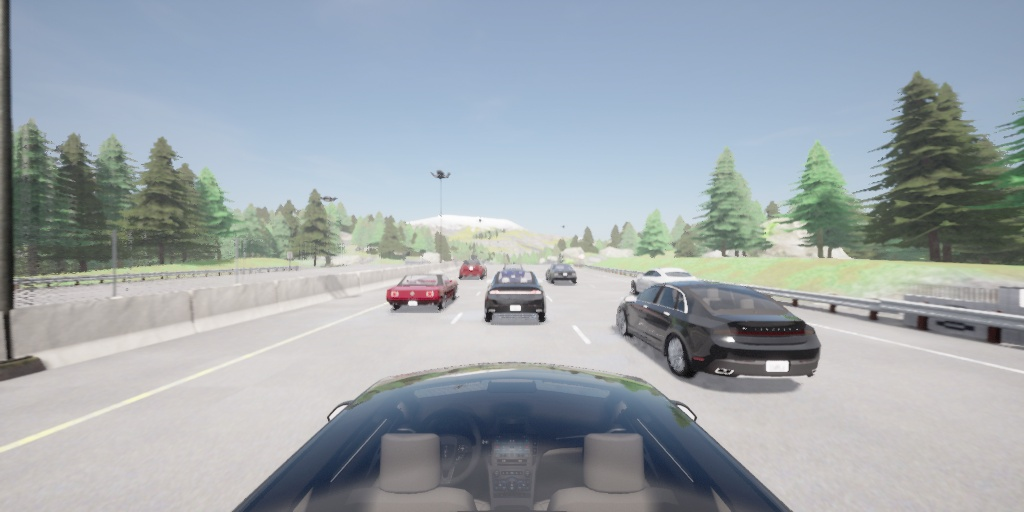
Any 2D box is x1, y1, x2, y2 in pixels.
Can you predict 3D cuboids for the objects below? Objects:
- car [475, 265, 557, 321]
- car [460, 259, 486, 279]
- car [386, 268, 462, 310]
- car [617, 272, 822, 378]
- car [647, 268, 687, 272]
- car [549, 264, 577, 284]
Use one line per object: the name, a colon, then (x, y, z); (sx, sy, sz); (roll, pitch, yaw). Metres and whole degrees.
car: (0.099, 1.227, 12.337); (2.128, 1.511, 4.902); (0, 0, 0)
car: (-3.401, 1.063, 31.986); (2.097, 1.767, 4.553); (0, 0, 0)
car: (-3.400, 1.333, 14.524); (1.895, 1.301, 4.718); (0, 0, 0)
car: (3.600, 1.247, 7.287); (1.837, 1.490, 4.892); (0, 0, 0)
car: (7.086, 1.255, 16.657); (1.812, 1.442, 4.674); (0, 0, 0)
car: (3.599, 1.265, 26.763); (2.033, 1.411, 5.357); (0, 0, 0)
